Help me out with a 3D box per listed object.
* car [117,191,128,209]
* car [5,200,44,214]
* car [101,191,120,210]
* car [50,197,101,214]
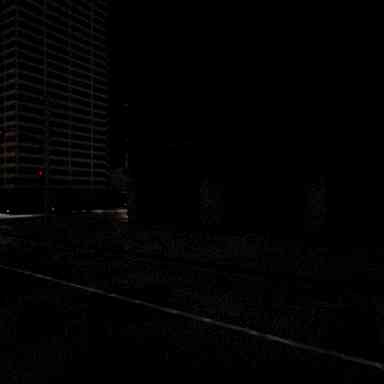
[{"bbox_3d":[-6.788,1.221,44.370,2.150,2.045,5.566,0,0,36],"label":"car"},{"bbox_3d":[-17.062,1.547,35.839,2.033,1.411,5.357,0,0,35],"label":"car"},{"bbox_3d":[-10.936,1.221,44.562,2.150,2.045,5.566,0,0,35],"label":"car"},{"bbox_3d":[-12.750,1.491,35.888,2.128,1.511,4.902,0,0,35],"label":"car"}]
